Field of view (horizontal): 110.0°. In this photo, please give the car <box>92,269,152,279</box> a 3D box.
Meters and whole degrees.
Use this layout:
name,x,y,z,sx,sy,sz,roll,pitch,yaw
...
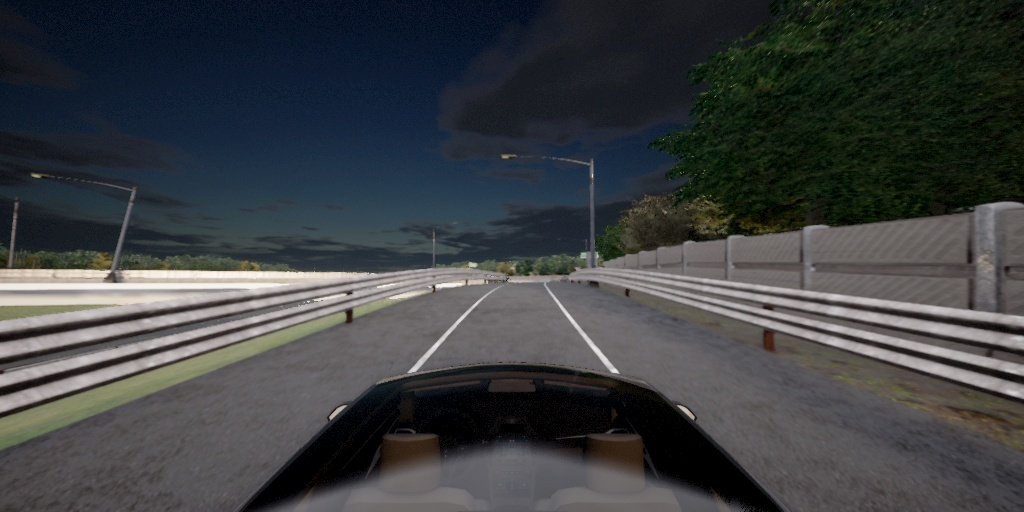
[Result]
name,x,y,z,sx,sy,sz,roll,pitch,yaw
car,-40.867,2.048,37.699,4.181,1.385,1.994,2,-4,-22

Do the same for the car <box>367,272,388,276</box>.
name,x,y,z,sx,sy,sz,roll,pitch,yaw
car,-18.225,3.064,51.238,4.902,1.511,2.128,3,-5,-37
